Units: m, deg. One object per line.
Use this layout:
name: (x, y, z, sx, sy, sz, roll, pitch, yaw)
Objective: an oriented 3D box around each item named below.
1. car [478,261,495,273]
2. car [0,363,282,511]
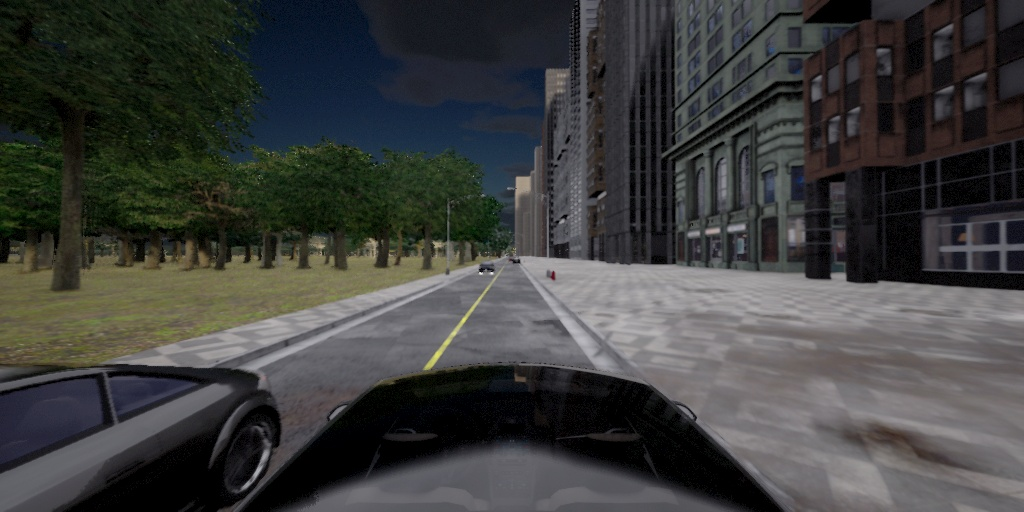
car: (-3.076, 1.289, 44.678, 2.033, 1.411, 5.357, 0, 0, 0)
car: (-3.102, 1.314, 1.566, 1.994, 1.385, 4.181, 0, 0, 0)
